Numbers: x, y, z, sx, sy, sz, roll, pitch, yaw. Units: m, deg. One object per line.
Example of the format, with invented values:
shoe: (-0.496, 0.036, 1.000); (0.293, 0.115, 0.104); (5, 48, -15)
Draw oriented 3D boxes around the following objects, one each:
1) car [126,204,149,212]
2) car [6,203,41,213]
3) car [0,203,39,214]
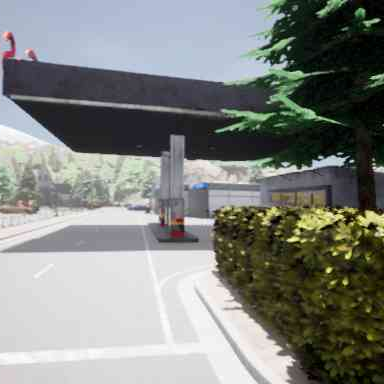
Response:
car: (-11.969, 3.518, 73.493); (5.008, 1.535, 1.882); (2, -2, -31)
car: (-26.982, 2.623, 53.373); (4.514, 1.523, 2.007); (1, -2, -10)
car: (-26.389, 2.532, 50.293); (5.027, 1.636, 2.152); (1, -2, -10)
